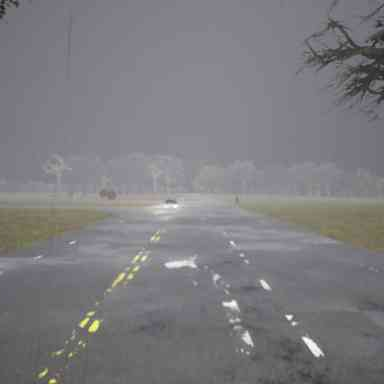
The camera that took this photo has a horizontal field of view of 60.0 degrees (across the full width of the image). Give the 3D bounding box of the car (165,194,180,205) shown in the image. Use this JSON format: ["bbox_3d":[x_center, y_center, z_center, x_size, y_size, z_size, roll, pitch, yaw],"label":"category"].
[{"bbox_3d":[-3.502,1.446,55.835,1.895,1.301,4.718,0,0,0],"label":"car"}]
